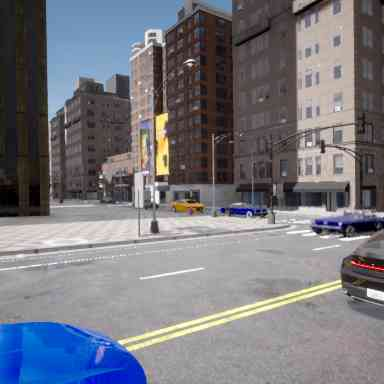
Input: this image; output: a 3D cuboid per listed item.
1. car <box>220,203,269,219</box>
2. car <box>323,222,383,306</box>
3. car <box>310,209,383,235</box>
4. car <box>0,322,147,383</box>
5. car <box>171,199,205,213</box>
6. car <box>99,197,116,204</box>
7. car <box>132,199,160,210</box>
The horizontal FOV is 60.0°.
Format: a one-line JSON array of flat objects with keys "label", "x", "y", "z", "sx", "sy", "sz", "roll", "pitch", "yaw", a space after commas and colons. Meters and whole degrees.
[{"label": "car", "x": 4.809, "y": 1.695, "z": 30.762, "sx": 1.895, "sy": 1.301, "sz": 4.718, "roll": -1, "pitch": 0, "yaw": -35}, {"label": "car", "x": 5.106, "y": 1.504, "z": 7.087, "sx": 4.892, "sy": 1.490, "sz": 1.837, "roll": 0, "pitch": 0, "yaw": -36}, {"label": "car", "x": 8.362, "y": 1.602, "z": 17.635, "sx": 4.718, "sy": 1.301, "sz": 1.895, "roll": 0, "pitch": 0, "yaw": -36}, {"label": "car", "x": -2.584, "y": 1.478, "z": 1.598, "sx": 5.008, "sy": 1.535, "sz": 1.882, "roll": 0, "pitch": 0, "yaw": -35}, {"label": "car", "x": -0.546, "y": 1.603, "z": 38.366, "sx": 1.882, "sy": 1.535, "sz": 5.008, "roll": -1, "pitch": 0, "yaw": -35}, {"label": "car", "x": -17.207, "y": 1.742, "z": 67.576, "sx": 2.033, "sy": 1.411, "sz": 5.357, "roll": -1, "pitch": 0, "yaw": -35}, {"label": "car", "x": -6.641, "y": 1.710, "z": 47.026, "sx": 2.033, "sy": 1.411, "sz": 5.357, "roll": -1, "pitch": 0, "yaw": -36}]
